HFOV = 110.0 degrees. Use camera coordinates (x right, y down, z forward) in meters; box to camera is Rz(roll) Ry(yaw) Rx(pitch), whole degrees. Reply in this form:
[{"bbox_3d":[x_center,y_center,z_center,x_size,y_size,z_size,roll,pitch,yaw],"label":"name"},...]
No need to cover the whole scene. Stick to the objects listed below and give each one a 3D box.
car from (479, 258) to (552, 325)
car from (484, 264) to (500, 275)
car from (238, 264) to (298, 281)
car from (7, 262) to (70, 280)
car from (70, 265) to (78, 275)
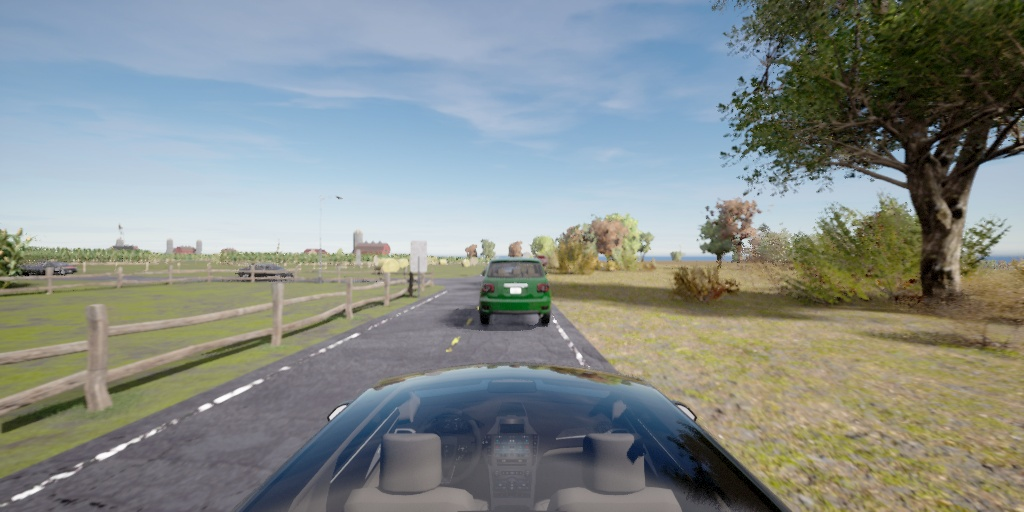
[{"bbox_3d":[0.094,1.098,12.578,2.150,2.045,5.566,0,-1,0],"label":"car"},{"bbox_3d":[-2.851,1.943,52.014,1.994,1.385,4.181,0,-1,0],"label":"car"},{"bbox_3d":[-22.394,1.511,33.059,4.892,1.490,1.837,0,0,-1],"label":"car"},{"bbox_3d":[-44.256,1.450,32.861,4.718,1.301,1.895,0,0,0],"label":"car"},{"bbox_3d":[-46.418,1.331,35.701,4.902,1.511,2.128,0,0,0],"label":"car"}]
